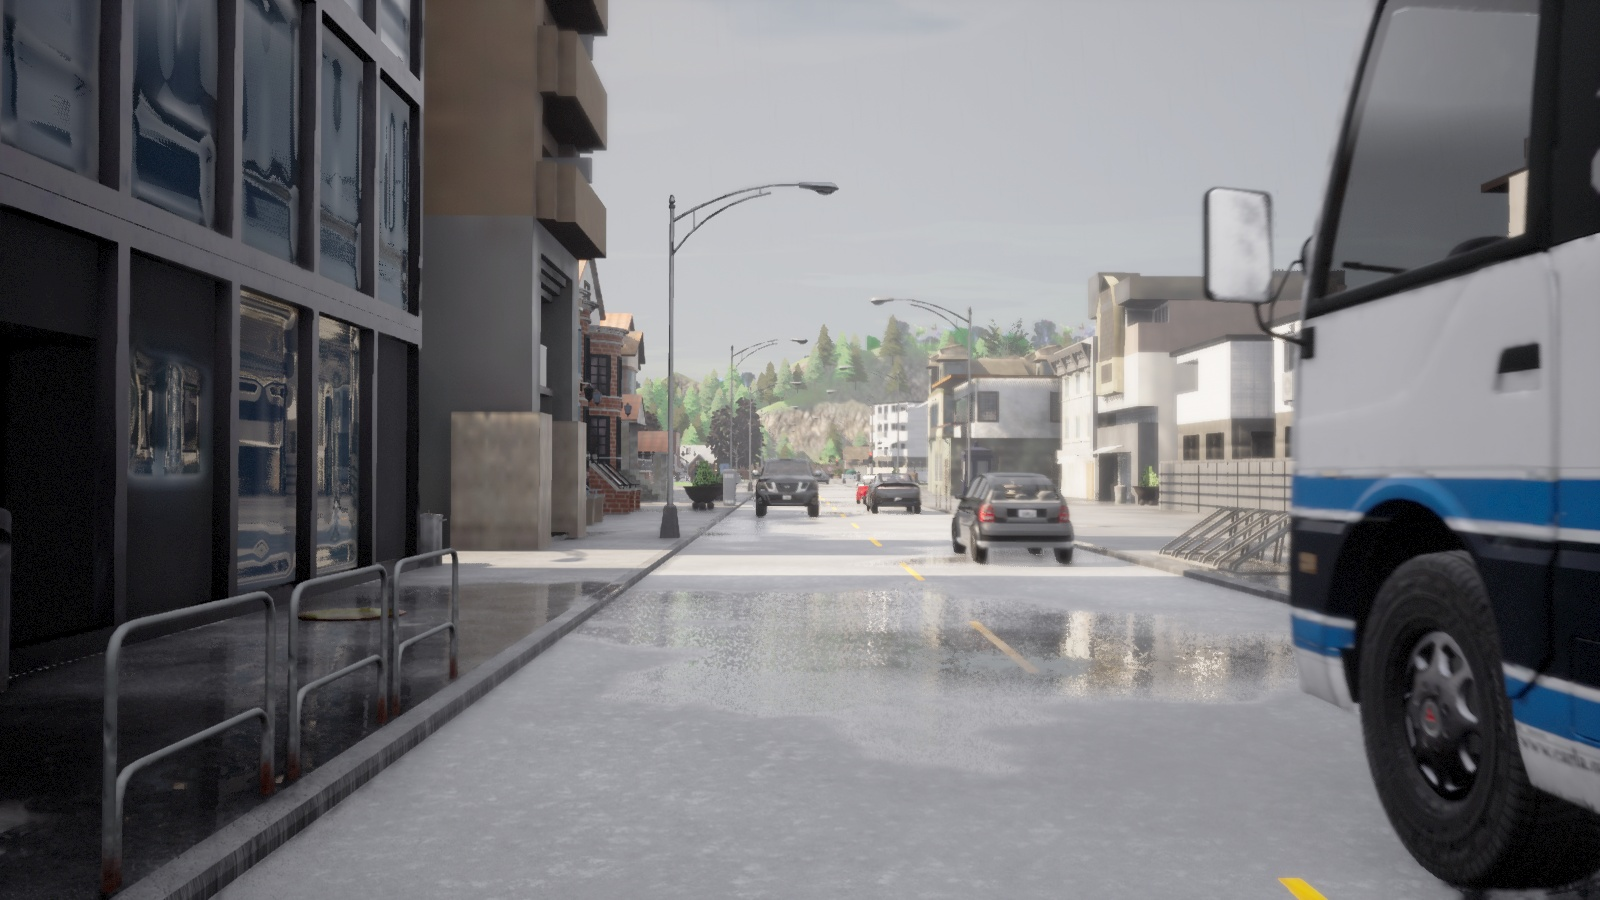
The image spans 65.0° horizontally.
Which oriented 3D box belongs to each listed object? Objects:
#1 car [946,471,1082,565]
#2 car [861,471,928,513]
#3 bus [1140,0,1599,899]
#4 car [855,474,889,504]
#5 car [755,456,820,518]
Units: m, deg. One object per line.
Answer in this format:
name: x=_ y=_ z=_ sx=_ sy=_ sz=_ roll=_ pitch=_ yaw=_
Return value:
car: x=3.769 y=1.159 z=22.728 sx=1.789 sy=1.549 sz=3.705 roll=0 pitch=-1 yaw=-1
car: x=3.533 y=1.560 z=47.917 sx=2.128 sy=1.511 sz=4.902 roll=0 pitch=-1 yaw=-1
bus: x=3.959 y=-0.546 z=1.910 sx=3.944 sy=4.253 sz=10.273 roll=0 pitch=-1 yaw=-1
car: x=3.419 y=1.859 z=59.888 sx=1.481 sy=1.376 sz=2.207 roll=0 pitch=-1 yaw=0
car: x=-0.439 y=1.284 z=44.678 sx=2.150 sy=2.045 sz=5.566 roll=0 pitch=-1 yaw=-1
